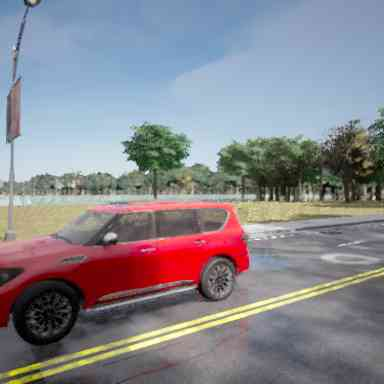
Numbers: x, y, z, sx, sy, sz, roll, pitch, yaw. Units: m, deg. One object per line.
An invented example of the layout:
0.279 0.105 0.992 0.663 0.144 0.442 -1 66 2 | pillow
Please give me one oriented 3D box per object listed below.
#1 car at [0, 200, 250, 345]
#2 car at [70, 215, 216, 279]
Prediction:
-1.286 1.221 6.758 5.566 2.045 2.150 0 0 -35 | car
-1.478 1.563 10.613 4.181 1.385 1.994 0 0 -35 | car
